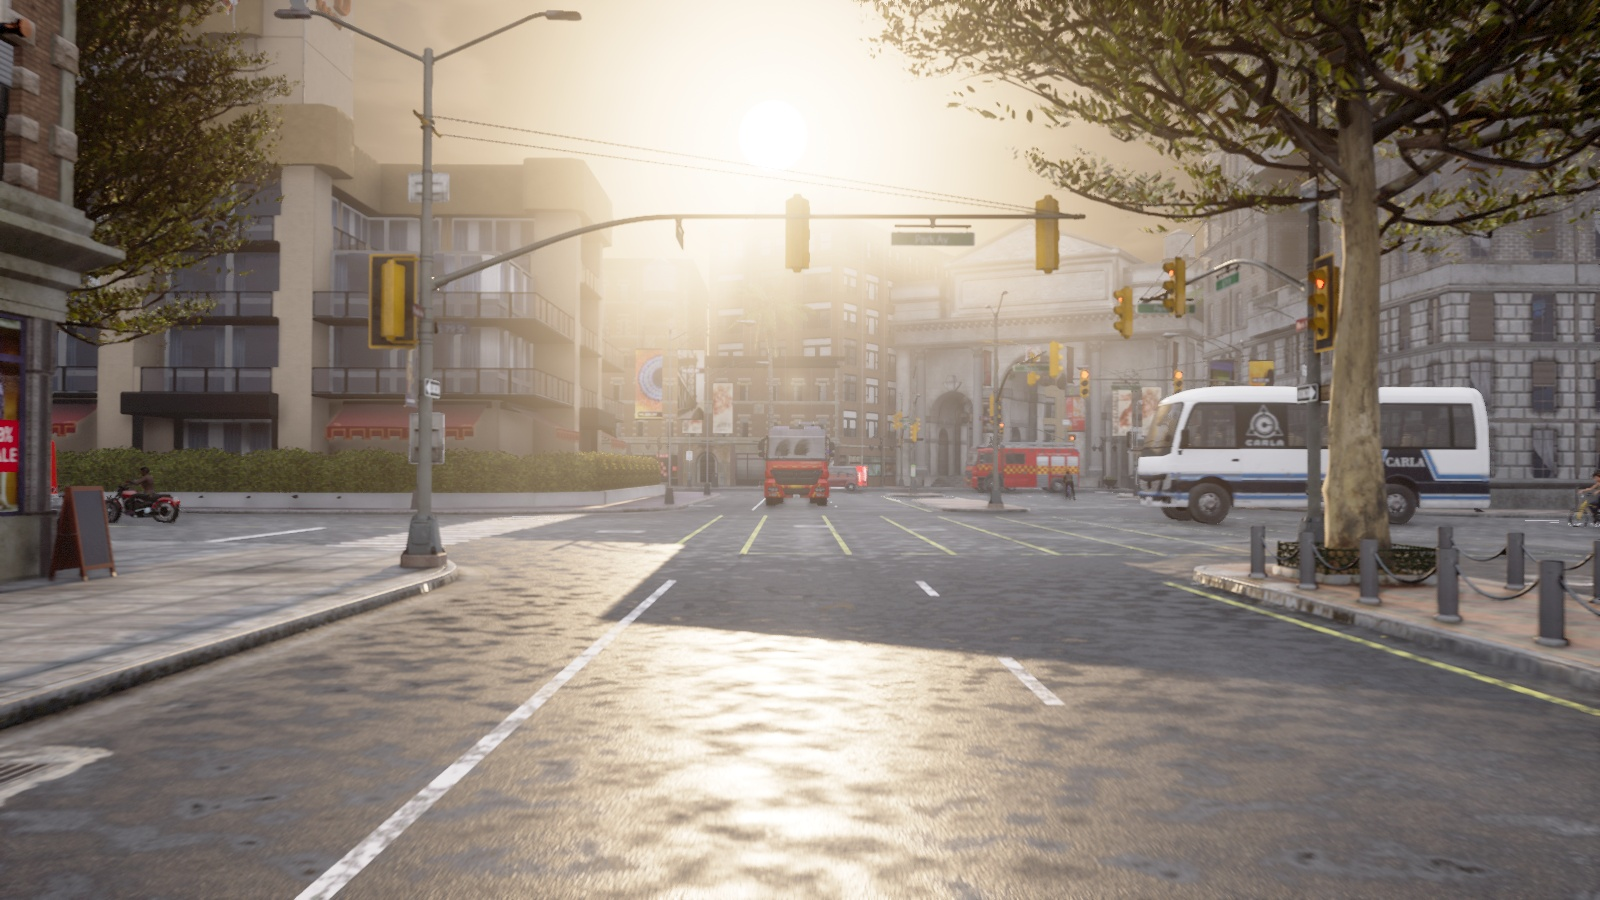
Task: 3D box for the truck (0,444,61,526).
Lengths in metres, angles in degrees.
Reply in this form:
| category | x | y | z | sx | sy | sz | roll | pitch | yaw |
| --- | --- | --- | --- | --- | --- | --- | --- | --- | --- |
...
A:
| category | x | y | z | sx | sy | sz | roll | pitch | yaw |
| --- | --- | --- | --- | --- | --- | --- | --- | --- | --- |
| truck | -26.334 | 1.087 | 39.025 | 5.204 | 2.467 | 2.627 | 0 | -1 | 0 |

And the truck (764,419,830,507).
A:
| category | x | y | z | sx | sy | sz | roll | pitch | yaw |
| --- | --- | --- | --- | --- | --- | --- | --- | --- | --- |
| truck | -0.150 | 0.646 | 59.475 | 2.891 | 3.827 | 8.468 | 0 | -1 | 0 |

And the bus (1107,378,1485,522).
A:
| category | x | y | z | sx | sy | sz | roll | pitch | yaw |
| --- | --- | --- | --- | --- | --- | --- | --- | --- | --- |
| bus | 15.253 | 0.036 | 39.377 | 10.273 | 4.253 | 3.944 | 0 | -1 | 0 |

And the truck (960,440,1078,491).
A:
| category | x | y | z | sx | sy | sz | roll | pitch | yaw |
| --- | --- | --- | --- | --- | --- | --- | --- | --- | --- |
| truck | 16.847 | 1.207 | 97.035 | 8.468 | 3.827 | 2.891 | 0 | -1 | -5 |

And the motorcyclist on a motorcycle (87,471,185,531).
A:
| category | x | y | z | sx | sy | sz | roll | pitch | yaw |
| --- | --- | --- | --- | --- | --- | --- | --- | --- | --- |
| motorcyclist on a motorcycle | -18.800 | 1.436 | 35.579 | 2.350 | 1.649 | 0.766 | 0 | -1 | 0 |

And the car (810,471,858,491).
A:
| category | x | y | z | sx | sy | sz | roll | pitch | yaw |
| --- | --- | --- | --- | --- | --- | --- | --- | --- | --- |
| car | 2.595 | 2.416 | 97.531 | 3.705 | 1.549 | 1.789 | 0 | -1 | 0 |

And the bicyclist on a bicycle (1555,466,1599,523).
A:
| category | x | y | z | sx | sy | sz | roll | pitch | yaw |
| --- | --- | --- | --- | --- | --- | --- | --- | --- | --- |
| bicyclist on a bicycle | 22.622 | 1.262 | 35.910 | 1.509 | 1.612 | 0.866 | 0 | -1 | 0 |
